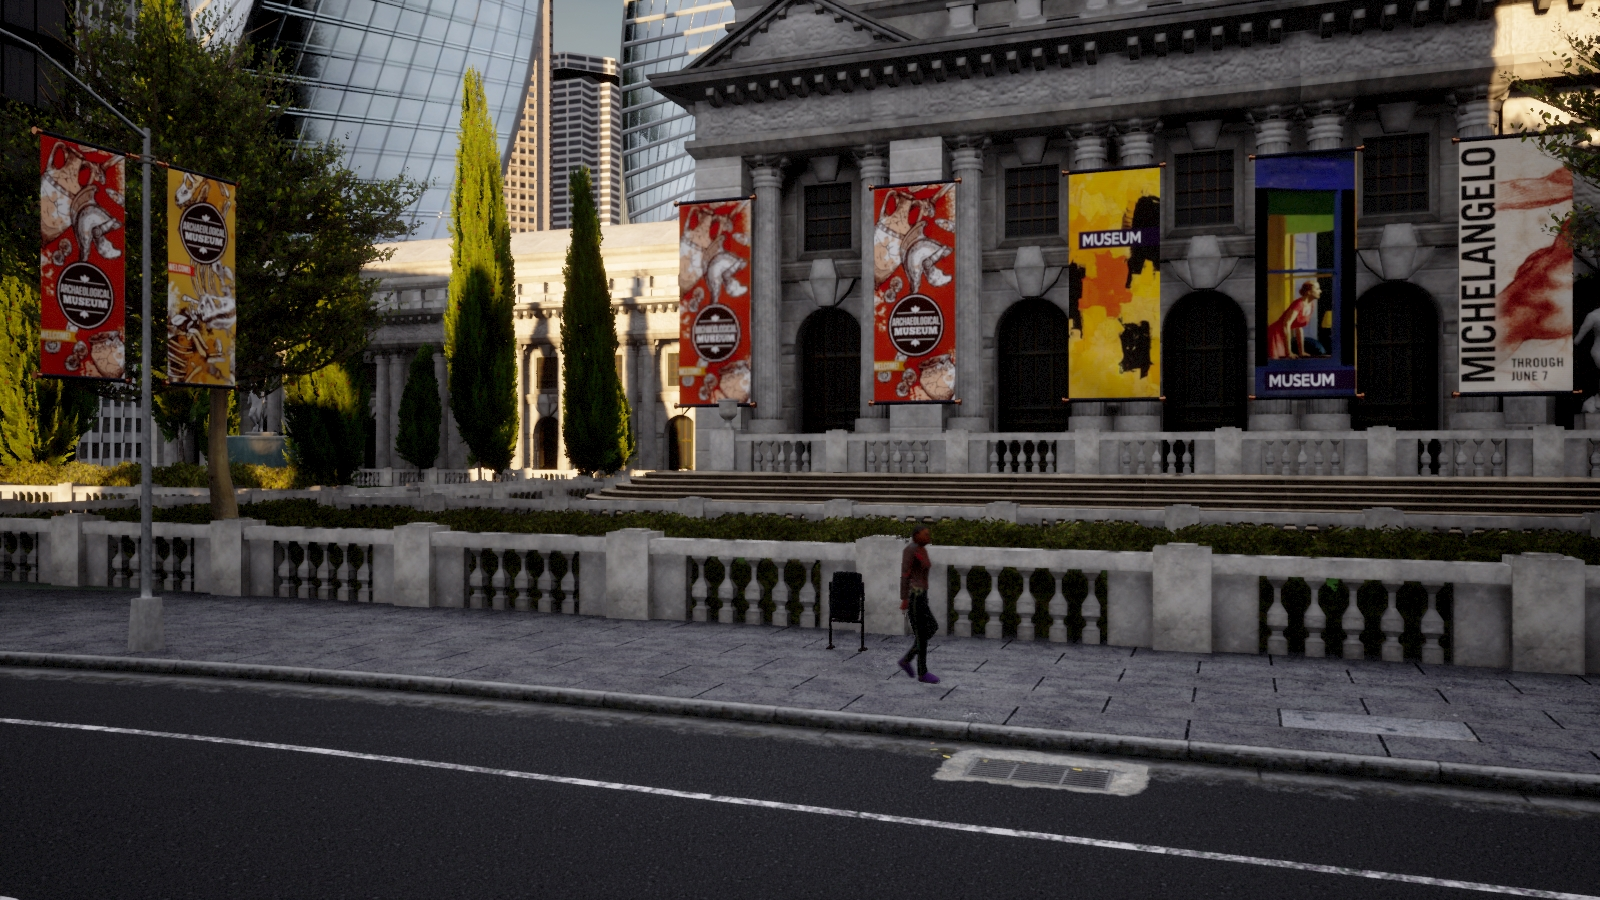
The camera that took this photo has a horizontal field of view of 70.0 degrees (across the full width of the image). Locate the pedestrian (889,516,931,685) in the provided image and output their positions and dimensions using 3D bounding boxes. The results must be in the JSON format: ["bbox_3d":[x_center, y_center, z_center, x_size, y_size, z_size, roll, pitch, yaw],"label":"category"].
[{"bbox_3d":[1.256,1.696,13.040,0.375,1.860,0.375,0,0,23],"label":"pedestrian"}]
